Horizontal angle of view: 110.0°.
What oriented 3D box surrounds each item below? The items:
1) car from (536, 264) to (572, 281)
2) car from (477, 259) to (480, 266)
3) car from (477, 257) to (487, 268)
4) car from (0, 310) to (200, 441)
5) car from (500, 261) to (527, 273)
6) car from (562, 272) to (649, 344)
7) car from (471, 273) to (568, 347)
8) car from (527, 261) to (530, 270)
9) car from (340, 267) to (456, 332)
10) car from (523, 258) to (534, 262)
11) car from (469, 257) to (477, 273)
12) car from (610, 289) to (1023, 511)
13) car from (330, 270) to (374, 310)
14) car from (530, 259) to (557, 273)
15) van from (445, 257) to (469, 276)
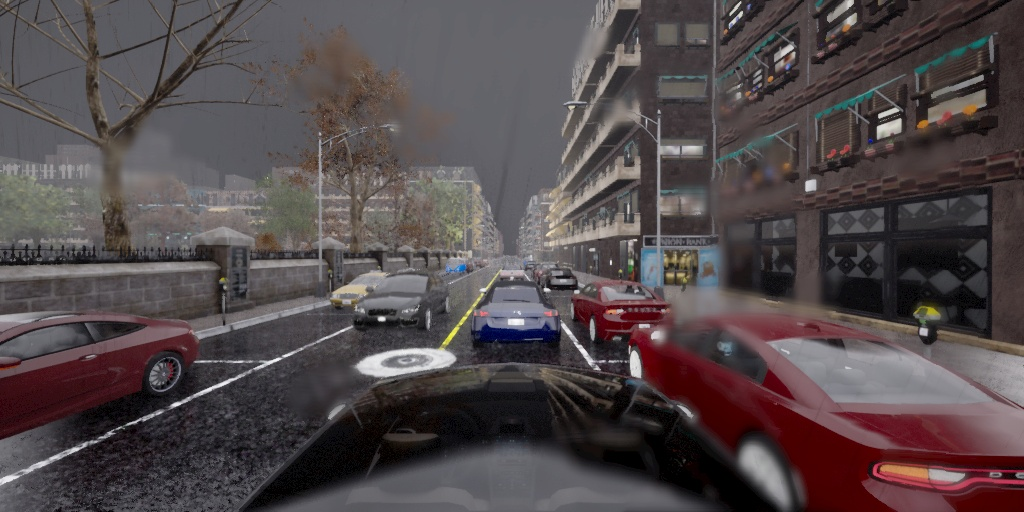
[{"bbox_3d":[2.648,1.317,20.539,1.948,1.339,4.313,0,0,0],"label":"car"},{"bbox_3d":[-5.797,1.309,48.194,2.007,1.370,4.403,0,0,0],"label":"car"},{"bbox_3d":[-5.823,1.077,59.265,2.192,1.841,5.009,0,0,0],"label":"car"},{"bbox_3d":[-5.694,1.332,3.914,1.802,1.307,4.207,0,0,0],"label":"car"},{"bbox_3d":[0.034,1.354,29.341,1.895,1.301,4.718,0,0,1],"label":"car"},{"bbox_3d":[2.674,1.295,9.469,1.888,1.381,4.507,0,0,0],"label":"car"},{"bbox_3d":[0.082,1.314,9.307,1.994,1.385,4.181,0,0,0],"label":"car"},{"bbox_3d":[2.622,1.319,31.609,1.948,1.339,4.313,0,0,0],"label":"car"},{"bbox_3d":[-3.119,1.255,10.999,1.837,1.490,4.892,0,0,0],"label":"car"},{"bbox_3d":[2.583,1.324,48.214,1.948,1.339,4.313,0,0,0],"label":"car"},{"bbox_3d":[-5.785,1.071,42.659,2.192,1.841,5.009,0,0,0],"label":"car"},{"bbox_3d":[2.686,1.295,3.934,1.888,1.381,4.507,0,0,0],"label":"car"},{"bbox_3d":[-5.719,1.275,14.814,1.751,1.417,4.829,0,0,0],"label":"car"},{"bbox_3d":[2.635,1.192,26.074,1.967,1.591,4.097,0,0,0],"label":"car"},{"bbox_3d":[-5.772,1.096,37.123,1.690,1.789,3.998,0,0,0],"label":"van"}]
